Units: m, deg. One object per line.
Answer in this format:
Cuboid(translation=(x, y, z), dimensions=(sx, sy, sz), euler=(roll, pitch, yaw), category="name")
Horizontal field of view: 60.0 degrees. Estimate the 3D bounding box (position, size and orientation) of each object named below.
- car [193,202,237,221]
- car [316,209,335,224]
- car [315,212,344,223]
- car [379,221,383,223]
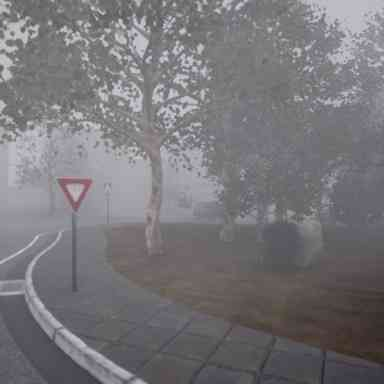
Cuboid(translation=(2.666, 2.237, 37.427), dimensions=(5.566, 2.045, 2.150), euler=(5, -3, -38), category="car")
Cuboid(translation=(19.580, 3.472, 46.423), dimensions=(5.566, 2.045, 2.150), euler=(3, -2, -37), category="car")
Cuboid(translation=(21.456, 3.930, 51.812), dimensions=(5.008, 1.535, 1.882), euler=(3, -2, -37), category="car")
Cuboid(translation=(30.964, 4.412, 55.098), dimensions=(4.718, 1.301, 1.895), euler=(3, -2, -37), category="car")
